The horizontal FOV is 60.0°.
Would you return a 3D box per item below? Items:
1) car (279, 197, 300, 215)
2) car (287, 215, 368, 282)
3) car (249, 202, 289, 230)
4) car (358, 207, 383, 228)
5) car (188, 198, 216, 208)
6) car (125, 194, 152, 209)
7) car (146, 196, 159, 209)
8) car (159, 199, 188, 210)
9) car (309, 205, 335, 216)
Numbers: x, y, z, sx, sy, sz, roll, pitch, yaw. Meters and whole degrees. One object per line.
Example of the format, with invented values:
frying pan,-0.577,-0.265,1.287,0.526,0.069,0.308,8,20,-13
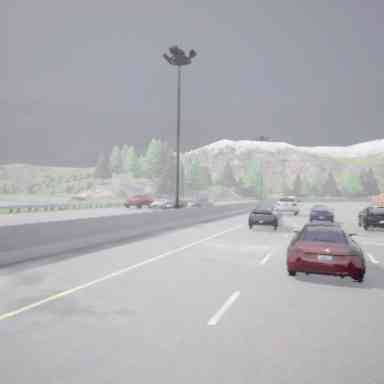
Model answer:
car,11.143,1.558,38.248,2.150,2.045,5.566,1,0,21
car,4.117,1.669,10.365,1.994,1.385,4.181,1,0,21
car,5.147,1.668,22.736,2.128,1.511,4.902,1,0,21
car,12.826,1.772,23.191,1.882,1.535,5.008,1,0,21
car,1.588,1.567,42.987,2.097,1.767,4.553,1,0,22
car,-7.538,1.315,48.442,2.150,2.045,5.566,1,0,21
car,-4.242,1.702,47.270,1.812,1.442,4.674,1,0,21
car,-1.974,1.658,43.500,2.128,1.511,4.902,1,0,22
car,10.825,1.810,27.721,1.812,1.442,4.674,1,0,21
